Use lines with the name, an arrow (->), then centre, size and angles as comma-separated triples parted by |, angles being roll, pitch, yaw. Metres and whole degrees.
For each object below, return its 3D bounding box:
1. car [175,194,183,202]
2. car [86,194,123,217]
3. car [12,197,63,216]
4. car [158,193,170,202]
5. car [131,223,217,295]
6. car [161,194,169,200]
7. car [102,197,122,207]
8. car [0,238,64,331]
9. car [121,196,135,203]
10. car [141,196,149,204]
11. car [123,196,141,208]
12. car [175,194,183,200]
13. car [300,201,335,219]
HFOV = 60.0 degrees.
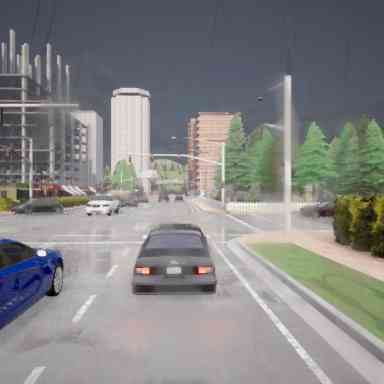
car -> -2.929, 1.493, 75.694 | 1.837, 1.490, 4.892 | 0, 0, -2
car -> -8.473, 1.224, 32.036 | 2.150, 2.045, 5.566 | 0, 0, -1
car -> -15.314, 1.351, 33.045 | 2.097, 1.767, 4.553 | -1, 0, 38
car -> -6.414, 1.218, 75.241 | 2.150, 2.045, 5.566 | 0, 0, -2
car -> -0.421, 1.547, 8.858 | 2.033, 1.411, 5.357 | 0, 0, -2
car -> -6.774, 1.351, 84.775 | 1.812, 1.442, 4.674 | 0, 0, -2
car -> -12.664, 1.548, 52.708 | 2.033, 1.411, 5.357 | 0, 0, -2
car -> -3.731, 1.478, 5.559 | 1.882, 1.535, 5.008 | 0, 0, -3
car -> -13.156, 1.548, 68.262 | 2.033, 1.411, 5.357 | 0, 0, -2
car -> -9.570, 1.564, 65.271 | 1.994, 1.385, 4.181 | 0, 0, -2
car -> -8.991, 1.564, 48.167 | 1.994, 1.385, 4.181 | 0, 0, -2
car -> -3.277, 1.327, 84.907 | 1.837, 1.490, 4.892 | 0, 0, -2
car -> 11.742, 1.478, 28.231 | 5.008, 1.535, 1.882 | 0, 0, -1
